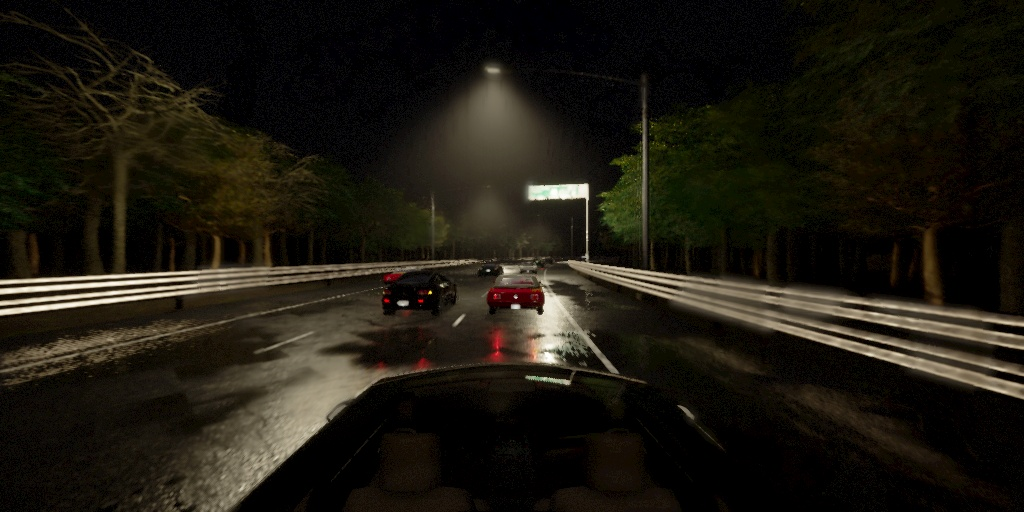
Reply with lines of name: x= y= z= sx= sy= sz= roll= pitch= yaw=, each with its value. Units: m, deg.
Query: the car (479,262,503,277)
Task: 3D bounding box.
car: x=-2.003 y=1.302 z=34.910 sx=1.994 sy=1.385 sz=4.181 roll=0 pitch=0 yaw=5

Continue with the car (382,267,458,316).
car: x=-3.223 y=1.267 z=13.174 sx=1.812 sy=1.442 sz=4.674 roll=0 pitch=0 yaw=2

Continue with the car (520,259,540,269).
car: x=1.944 y=1.344 z=40.838 sx=1.895 sy=1.301 sz=4.718 roll=0 pitch=0 yaw=6

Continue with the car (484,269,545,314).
car: x=0.196 y=1.350 z=13.773 sx=1.895 sy=1.301 sz=4.718 roll=0 pitch=0 yaw=2

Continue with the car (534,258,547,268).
car: x=4.533 y=1.082 z=62.142 sx=2.097 sy=1.767 sz=4.553 roll=0 pitch=0 yaw=8
